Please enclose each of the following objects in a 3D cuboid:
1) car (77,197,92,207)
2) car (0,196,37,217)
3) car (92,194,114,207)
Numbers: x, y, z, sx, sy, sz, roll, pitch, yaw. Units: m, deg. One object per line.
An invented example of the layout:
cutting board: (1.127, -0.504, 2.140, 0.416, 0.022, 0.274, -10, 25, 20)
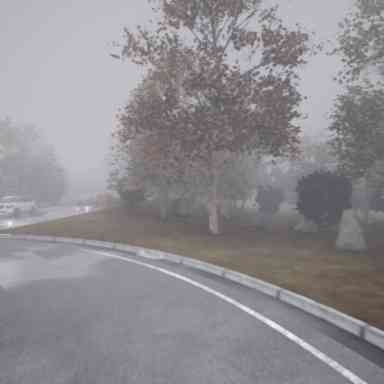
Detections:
car: (-17.752, 1.636, 55.790, 1.837, 1.490, 4.892, -1, 0, 0)
car: (-17.667, 1.404, 33.345, 2.150, 2.045, 5.566, -1, 0, 0)
car: (-14.174, 1.302, 54.677, 2.150, 2.045, 5.566, -1, 0, 0)
